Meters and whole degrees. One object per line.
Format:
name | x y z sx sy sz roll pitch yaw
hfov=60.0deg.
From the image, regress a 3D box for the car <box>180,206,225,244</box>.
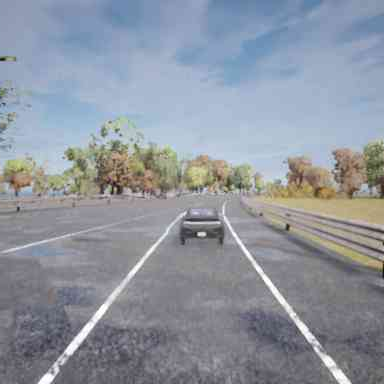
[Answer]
car | 0.480 1.412 15.336 2.128 1.511 4.902 0 0 2
